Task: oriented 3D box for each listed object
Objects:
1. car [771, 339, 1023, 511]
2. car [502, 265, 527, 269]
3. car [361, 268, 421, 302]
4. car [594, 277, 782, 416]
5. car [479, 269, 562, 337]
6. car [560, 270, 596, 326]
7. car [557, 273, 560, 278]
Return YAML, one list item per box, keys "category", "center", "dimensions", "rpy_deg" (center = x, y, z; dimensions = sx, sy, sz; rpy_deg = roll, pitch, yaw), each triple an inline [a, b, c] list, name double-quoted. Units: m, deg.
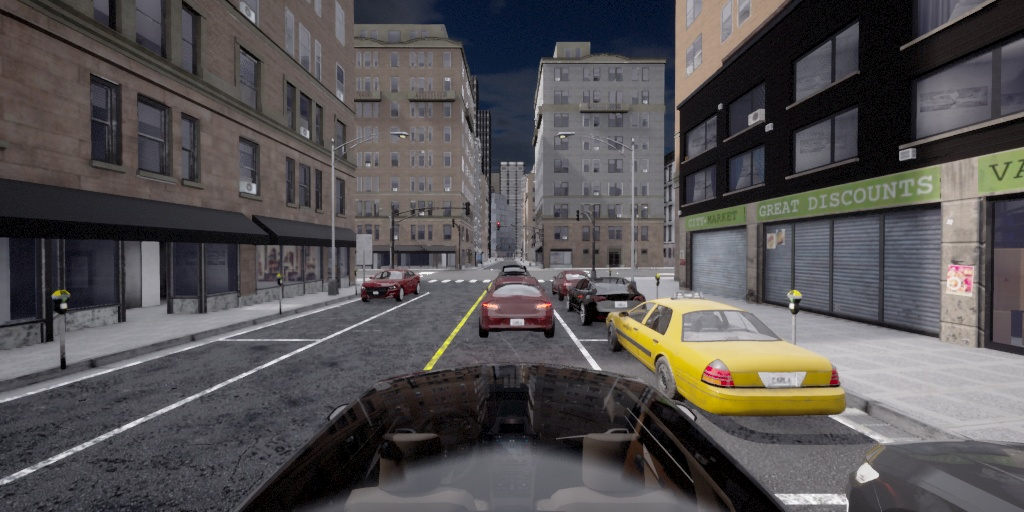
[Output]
- category: "car"
  center: [2.871, 1.301, 0.365]
  dimensions: [2.007, 1.370, 4.403]
  rpy_deg: [0, 0, 0]
- category: "car"
  center: [0.127, 1.248, 20.382]
  dimensions: [1.837, 1.490, 4.892]
  rpy_deg: [0, 0, 0]
- category: "car"
  center: [-5.647, 1.289, 17.134]
  dimensions: [1.888, 1.381, 4.507]
  rpy_deg: [0, 0, 0]
- category: "car"
  center: [2.881, 1.274, 6.121]
  dimensions: [1.751, 1.417, 4.829]
  rpy_deg: [0, 0, 0]
- category: "car"
  center: [0.106, 1.273, 10.103]
  dimensions: [1.812, 1.442, 4.674]
  rpy_deg: [0, 0, 0]
- category: "car"
  center: [2.889, 1.312, 11.537]
  dimensions: [1.948, 1.339, 4.313]
  rpy_deg: [0, 0, 0]
- category: "car"
  center: [2.898, 1.326, 17.123]
  dimensions: [1.802, 1.307, 4.207]
  rpy_deg: [0, 0, 0]
